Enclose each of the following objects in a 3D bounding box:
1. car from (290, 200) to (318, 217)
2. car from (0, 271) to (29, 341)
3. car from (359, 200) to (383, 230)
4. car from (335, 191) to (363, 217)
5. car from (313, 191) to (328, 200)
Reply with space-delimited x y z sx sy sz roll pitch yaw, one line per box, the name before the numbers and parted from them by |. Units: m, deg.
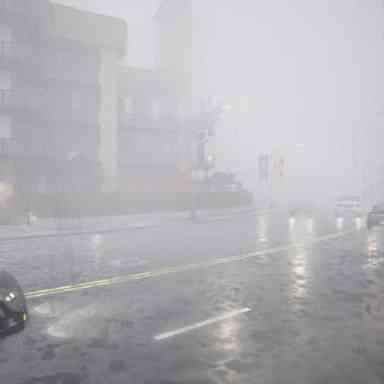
car | 10.483 1.509 30.921 1.812 1.442 4.674 0 0 29
car | -4.550 1.558 4.493 4.181 1.385 1.994 0 0 -34
car | 12.017 1.484 20.345 2.128 1.511 4.902 0 0 37
car | 15.078 1.205 32.054 2.150 2.045 5.566 0 0 25
car | 34.339 1.210 86.109 2.185 1.767 4.553 0 0 -24
